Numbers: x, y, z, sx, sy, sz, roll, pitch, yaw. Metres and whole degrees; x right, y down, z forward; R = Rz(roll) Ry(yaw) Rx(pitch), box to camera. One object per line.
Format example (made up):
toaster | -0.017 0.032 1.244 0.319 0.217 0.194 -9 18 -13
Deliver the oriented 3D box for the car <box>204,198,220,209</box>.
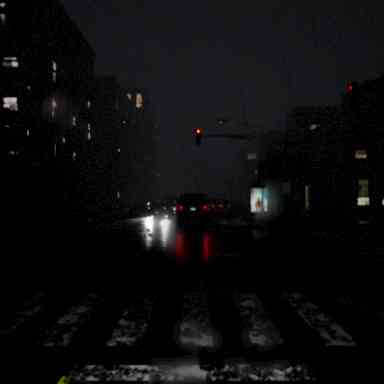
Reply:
car | 2.622 1.445 43.711 1.802 1.307 4.206 0 0 0

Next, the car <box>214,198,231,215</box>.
car | 2.637 1.333 32.317 1.967 1.590 4.097 0 0 0

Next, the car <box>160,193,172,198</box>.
car | -3.157 1.329 48.020 1.882 1.535 5.008 0 0 0

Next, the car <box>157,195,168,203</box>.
car | -5.792 1.334 66.303 1.752 1.417 4.829 0 0 0

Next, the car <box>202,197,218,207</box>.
car | 2.613 1.399 49.408 2.008 1.369 4.403 0 0 0

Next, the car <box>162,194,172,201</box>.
car | -5.811 1.226 77.865 1.967 1.590 4.097 0 0 0

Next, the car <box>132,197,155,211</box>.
car | -5.750 1.428 37.990 2.008 1.369 4.403 0 0 0

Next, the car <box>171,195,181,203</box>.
car | -3.094 1.366 65.460 1.837 1.490 4.892 0 0 0

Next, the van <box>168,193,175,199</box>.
van | -5.836 1.099 94.955 1.690 1.788 3.998 -1 0 0

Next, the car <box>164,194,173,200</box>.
car | -5.817 1.301 83.392 1.752 1.417 4.829 -1 0 0

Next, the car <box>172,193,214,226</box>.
car | 0.079 1.118 22.253 2.150 2.045 5.566 0 0 0

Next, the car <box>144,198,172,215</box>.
car | -3.144 1.495 31.938 1.895 1.301 4.718 0 0 0

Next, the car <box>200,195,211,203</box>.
car | 2.589 1.359 66.498 2.008 1.369 4.403 -1 0 0
